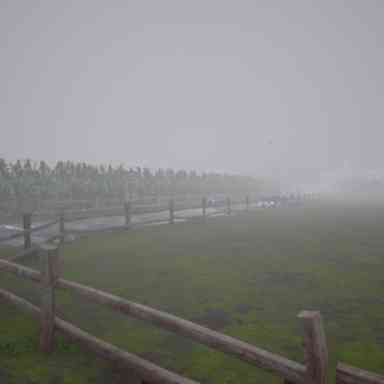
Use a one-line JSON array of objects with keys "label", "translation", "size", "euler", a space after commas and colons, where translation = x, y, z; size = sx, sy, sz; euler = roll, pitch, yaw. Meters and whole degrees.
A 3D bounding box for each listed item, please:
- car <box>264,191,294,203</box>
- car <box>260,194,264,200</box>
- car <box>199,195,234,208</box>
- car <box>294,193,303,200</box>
[{"label": "car", "translation": [12.025, 0.637, 45.752], "size": [2.097, 1.767, 4.553], "euler": [1, 1, 30]}, {"label": "car", "translation": [11.946, 0.772, 51.257], "size": [1.994, 1.385, 4.181], "euler": [1, 1, 29]}, {"label": "car", "translation": [2.684, 0.986, 35.702], "size": [1.895, 1.301, 4.718], "euler": [1, 1, 32]}, {"label": "car", "translation": [16.781, 0.758, 54.338], "size": [1.895, 1.301, 4.718], "euler": [1, 1, 28]}]
